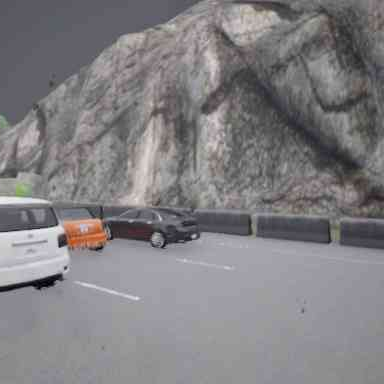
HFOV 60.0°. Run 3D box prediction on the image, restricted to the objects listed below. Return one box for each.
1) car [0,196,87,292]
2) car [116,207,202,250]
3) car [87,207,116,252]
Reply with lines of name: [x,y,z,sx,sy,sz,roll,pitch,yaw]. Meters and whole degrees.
car: [-5.135,1.108,7.625,5.566,2.045,2.150,1,1,35]
car: [-1.887,1.377,13.902,4.892,1.490,1.837,1,1,35]
car: [-5.201,1.198,11.961,4.553,1.767,2.097,1,1,35]
